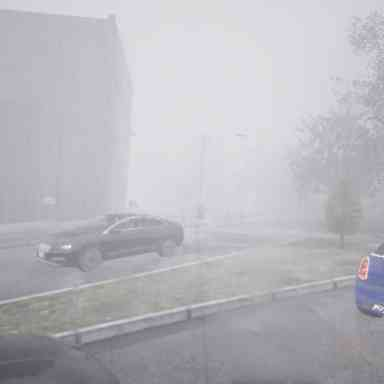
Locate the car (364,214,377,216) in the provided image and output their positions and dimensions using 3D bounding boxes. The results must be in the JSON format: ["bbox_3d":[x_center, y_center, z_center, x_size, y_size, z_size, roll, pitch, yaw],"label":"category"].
[{"bbox_3d":[28.372,4.160,53.340,5.357,1.411,2.033,3,-2,3],"label":"car"}]

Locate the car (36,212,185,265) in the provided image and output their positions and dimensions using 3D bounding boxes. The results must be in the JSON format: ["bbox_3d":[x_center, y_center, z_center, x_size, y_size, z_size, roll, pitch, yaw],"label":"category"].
[{"bbox_3d":[-2.377,1.445,10.785,2.128,1.511,4.902,1,1,44],"label":"car"}]

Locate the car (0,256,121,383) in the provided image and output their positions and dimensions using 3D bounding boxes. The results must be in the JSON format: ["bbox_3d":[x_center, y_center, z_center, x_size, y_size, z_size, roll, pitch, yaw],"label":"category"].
[{"bbox_3d":[-2.610,1.481,1.368,4.902,1.511,2.128,0,0,-35],"label":"car"}]

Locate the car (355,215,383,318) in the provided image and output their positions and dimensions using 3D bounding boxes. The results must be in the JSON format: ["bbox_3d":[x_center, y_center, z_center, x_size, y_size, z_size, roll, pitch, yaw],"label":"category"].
[{"bbox_3d":[5.167,1.386,6.075,4.553,1.767,2.097,0,-1,-29],"label":"car"}]
